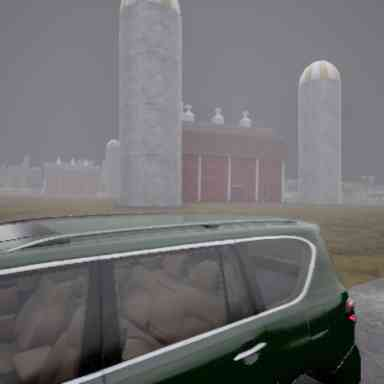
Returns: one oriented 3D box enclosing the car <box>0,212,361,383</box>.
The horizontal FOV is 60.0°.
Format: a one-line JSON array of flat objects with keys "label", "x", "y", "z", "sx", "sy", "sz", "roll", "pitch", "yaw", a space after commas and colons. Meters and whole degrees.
[{"label": "car", "x": -1.067, "y": 1.225, "z": 2.303, "sx": 5.566, "sy": 2.045, "sz": 2.150, "roll": 0, "pitch": 0, "yaw": -36}]
